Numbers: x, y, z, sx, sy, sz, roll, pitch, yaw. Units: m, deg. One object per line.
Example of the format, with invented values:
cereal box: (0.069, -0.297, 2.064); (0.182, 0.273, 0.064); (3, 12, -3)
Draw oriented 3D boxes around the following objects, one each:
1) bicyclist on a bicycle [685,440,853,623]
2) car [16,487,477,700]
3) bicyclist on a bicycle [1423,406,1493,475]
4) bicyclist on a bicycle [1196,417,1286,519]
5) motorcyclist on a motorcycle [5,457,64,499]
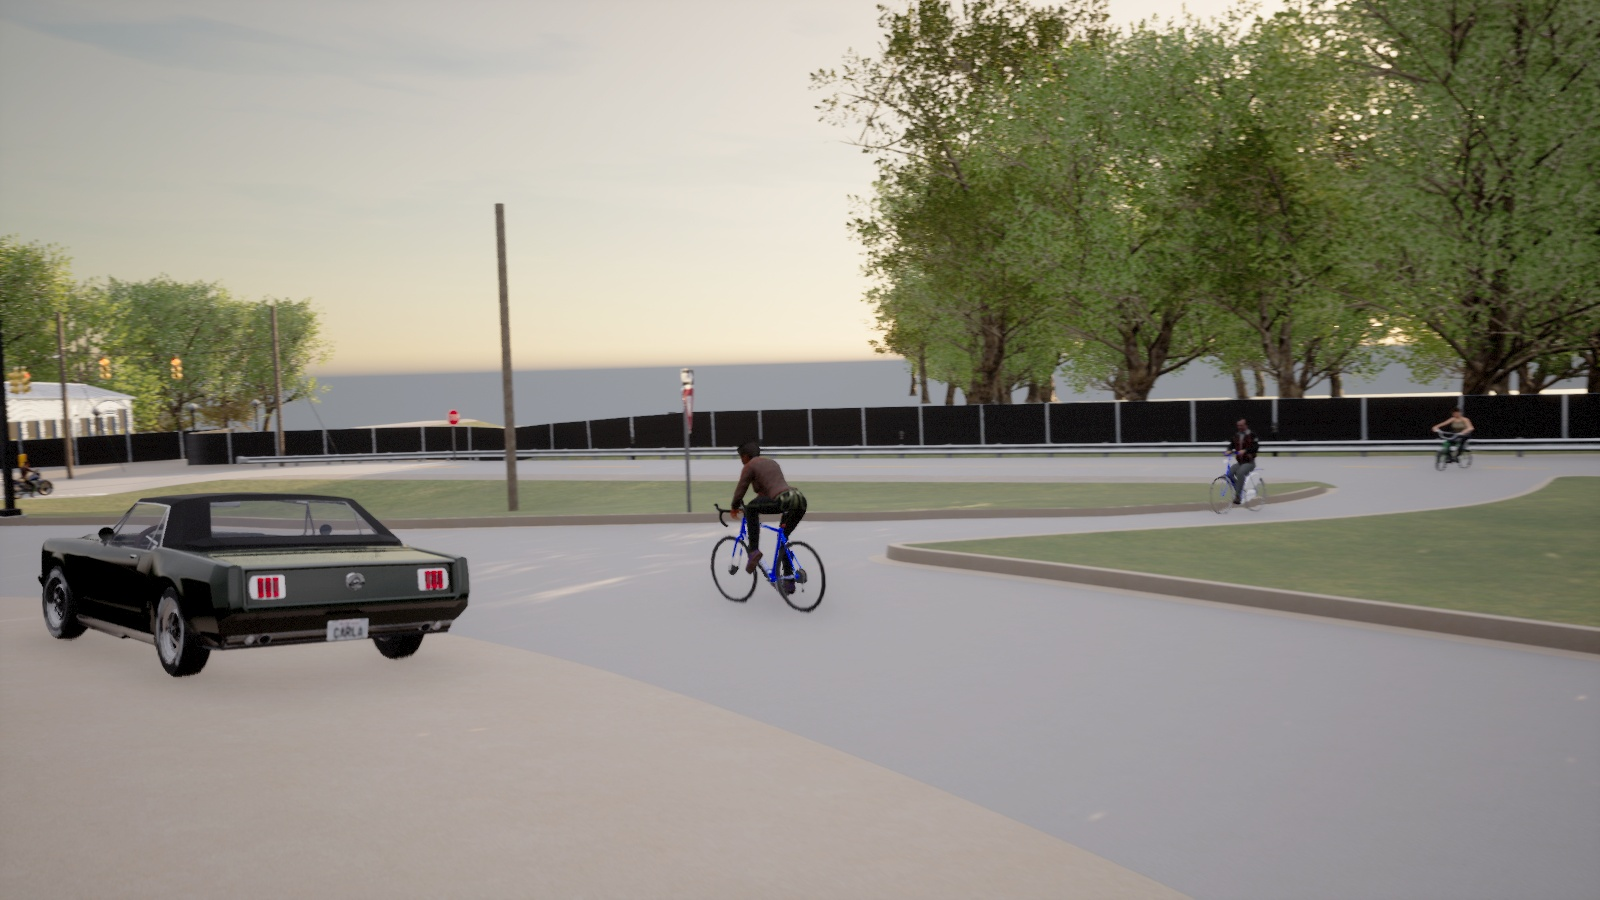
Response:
bicyclist on a bicycle: (-0.327, 0.732, 12.123); (0.582, 1.620, 1.656); (-6, 4, -43)
car: (-4.732, 0.988, 10.326); (1.895, 1.301, 4.718); (2, -2, -44)
bicyclist on a bicycle: (16.659, -0.248, 31.790); (1.509, 1.612, 0.866); (-4, 6, -30)
bicyclist on a bicycle: (7.997, 0.313, 22.763); (1.843, 1.776, 0.659); (0, -1, -40)
motorcyclist on a motorcycle: (-33.213, 1.187, 54.522); (0.766, 1.649, 2.350); (-1, 3, 9)
